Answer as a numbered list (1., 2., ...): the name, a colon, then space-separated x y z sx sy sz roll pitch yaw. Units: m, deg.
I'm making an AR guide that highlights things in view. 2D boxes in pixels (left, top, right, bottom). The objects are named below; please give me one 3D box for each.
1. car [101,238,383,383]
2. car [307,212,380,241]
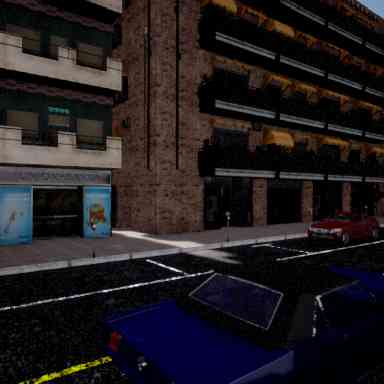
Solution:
1. car: 1.410 1.601 4.321 4.718 1.301 1.895 0 0 -35
2. car: 7.172 1.583 15.538 4.206 1.307 1.802 0 0 -35
